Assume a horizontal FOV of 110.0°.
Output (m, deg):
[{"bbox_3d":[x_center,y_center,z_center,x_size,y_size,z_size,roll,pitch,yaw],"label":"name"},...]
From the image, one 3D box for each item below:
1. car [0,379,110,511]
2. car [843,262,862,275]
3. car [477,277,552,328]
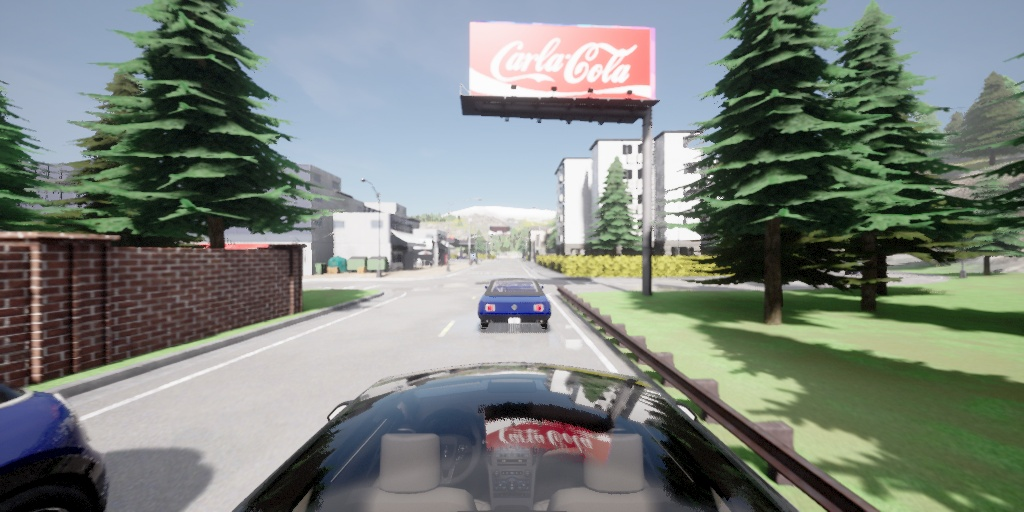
[{"bbox_3d":[-3.592,1.109,0.239,2.097,1.767,4.553,0,0,0],"label":"car"},{"bbox_3d":[36.156,1.304,37.417,5.357,1.411,2.033,0,0,-41],"label":"car"},{"bbox_3d":[0.073,1.306,11.132,1.895,1.301,4.718,0,0,0],"label":"car"}]
